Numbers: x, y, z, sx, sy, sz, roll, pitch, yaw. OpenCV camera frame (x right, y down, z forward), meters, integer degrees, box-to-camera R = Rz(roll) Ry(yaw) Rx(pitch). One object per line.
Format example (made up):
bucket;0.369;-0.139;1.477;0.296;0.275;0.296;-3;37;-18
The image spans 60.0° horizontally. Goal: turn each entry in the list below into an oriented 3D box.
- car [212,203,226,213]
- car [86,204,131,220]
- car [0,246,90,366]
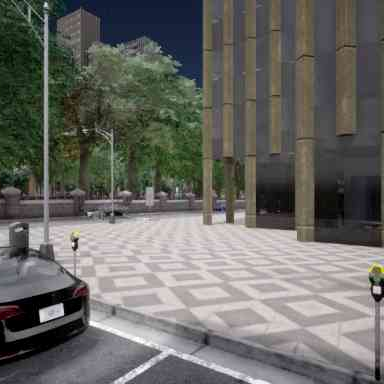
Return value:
car;4.763;2.454;52.325;1.882;1.535;5.008;0;-1;36
car;-8.384;1.987;33.690;2.128;1.511;4.902;0;-1;35
car;-3.471;1.566;5.423;4.313;1.339;1.947;0;0;35
